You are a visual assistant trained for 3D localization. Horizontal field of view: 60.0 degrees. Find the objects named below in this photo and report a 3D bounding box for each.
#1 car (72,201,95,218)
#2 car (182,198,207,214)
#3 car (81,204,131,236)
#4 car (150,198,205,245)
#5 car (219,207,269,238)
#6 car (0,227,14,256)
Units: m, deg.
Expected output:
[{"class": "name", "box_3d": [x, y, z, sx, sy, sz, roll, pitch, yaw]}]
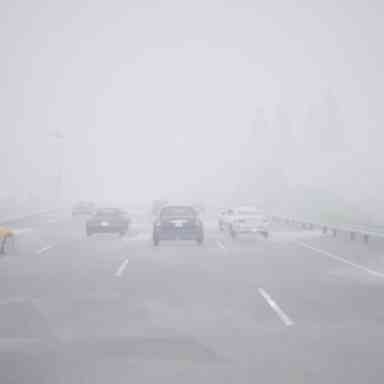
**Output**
[{"class": "car", "box_3d": [-9.606, 1.504, 30.177, 2.033, 1.411, 5.357, 0, 0, -10]}, {"class": "car", "box_3d": [0.170, 1.454, 34.870, 1.812, 1.442, 4.674, 0, 0, -11]}, {"class": "car", "box_3d": [-4.512, 1.535, 18.405, 1.994, 1.385, 4.181, 0, 0, -6]}, {"class": "car", "box_3d": [-0.712, 1.322, 15.492, 2.097, 1.767, 4.553, 0, 0, -5]}, {"class": "car", "box_3d": [2.625, 1.485, 17.473, 1.812, 1.442, 4.674, 0, 0, -5]}, {"class": "car", "box_3d": [-7.313, 1.471, 10.098, 1.882, 1.535, 5.008, 0, 0, -3]}]
